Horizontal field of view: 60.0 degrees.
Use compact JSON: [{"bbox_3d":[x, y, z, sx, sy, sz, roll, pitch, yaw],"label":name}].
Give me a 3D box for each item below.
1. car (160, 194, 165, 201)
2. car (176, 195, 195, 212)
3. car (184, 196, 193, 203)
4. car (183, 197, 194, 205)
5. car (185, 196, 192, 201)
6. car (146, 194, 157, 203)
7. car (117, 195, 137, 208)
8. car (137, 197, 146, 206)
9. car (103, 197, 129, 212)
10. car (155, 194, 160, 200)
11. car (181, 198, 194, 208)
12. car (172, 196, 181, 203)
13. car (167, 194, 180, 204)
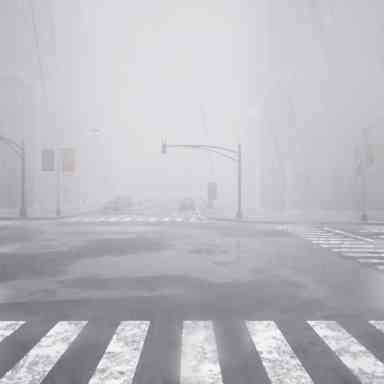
[{"bbox_3d":[-9.376,1.695,93.162,1.887,1.381,4.507,0,0,0],"label":"car"},{"bbox_3d":[-0.564,1.448,38.946,1.967,1.590,4.097,0,0,0],"label":"car"},{"bbox_3d":[-0.737,1.612,71.665,1.752,1.417,4.829,0,0,0],"label":"car"},{"bbox_3d":[-0.679,1.603,60.645,1.887,1.381,4.507,0,0,0],"label":"car"},{"bbox_3d":[-0.852,1.695,93.195,1.887,1.381,4.507,0,0,0],"label":"car"},{"bbox_3d":[-9.261,1.668,71.459,1.802,1.307,4.206,0,0,0],"label":"car"},{"bbox_3d":[-9.118,1.335,44.330,2.192,1.841,5.009,0,0,0],"label":"car"},{"bbox_3d":[-9.174,1.570,55.011,1.752,1.417,4.829,0,0,0],"label":"car"},{"bbox_3d":[-9.088,1.574,38.903,1.947,1.339,4.313,0,0,0],"label":"car"},{"bbox_3d":[-9.291,1.417,76.885,2.192,1.841,5.009,0,0,0],"label":"car"},{"bbox_3d":[-0.621,1.614,49.795,1.802,1.307,4.206,0,0,0],"label":"car"},{"bbox_3d":[-3.518,1.651,75.798,1.994,1.385,4.181,0,0,0],"label":"car"},{"bbox_3d":[-3.366,1.576,65.713,1.837,1.490,4.892,0,0,0],"label":"car"}]
